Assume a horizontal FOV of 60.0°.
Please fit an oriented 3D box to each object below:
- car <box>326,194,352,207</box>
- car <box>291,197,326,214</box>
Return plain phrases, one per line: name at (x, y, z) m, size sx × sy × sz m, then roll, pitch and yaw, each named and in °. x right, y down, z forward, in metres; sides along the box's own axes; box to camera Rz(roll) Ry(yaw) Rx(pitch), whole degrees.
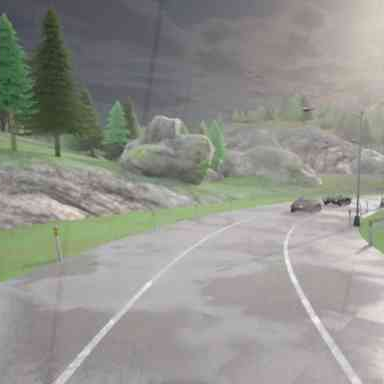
car at (17.173, 0.920, 39.115) m, size 1.895 × 1.301 × 4.718 m, roll 5°, pitch 5°, yaw 42°
car at (10.616, 1.178, 30.726) m, size 1.994 × 1.385 × 4.181 m, roll 4°, pitch 3°, yaw 33°
